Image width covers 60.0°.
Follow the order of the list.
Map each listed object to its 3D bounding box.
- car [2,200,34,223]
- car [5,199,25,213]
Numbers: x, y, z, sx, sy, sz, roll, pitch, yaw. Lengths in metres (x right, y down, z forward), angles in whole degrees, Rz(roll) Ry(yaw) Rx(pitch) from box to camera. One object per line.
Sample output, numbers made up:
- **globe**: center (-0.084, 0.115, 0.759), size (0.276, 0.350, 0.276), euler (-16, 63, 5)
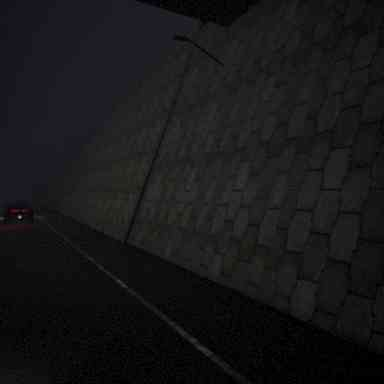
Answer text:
- **car**: center (-13.038, 1.467, 25.027), size (1.837, 1.490, 4.892), euler (0, 0, -29)
- **car**: center (-20.116, 1.543, 37.718), size (1.895, 1.301, 4.718), euler (0, 0, -29)
